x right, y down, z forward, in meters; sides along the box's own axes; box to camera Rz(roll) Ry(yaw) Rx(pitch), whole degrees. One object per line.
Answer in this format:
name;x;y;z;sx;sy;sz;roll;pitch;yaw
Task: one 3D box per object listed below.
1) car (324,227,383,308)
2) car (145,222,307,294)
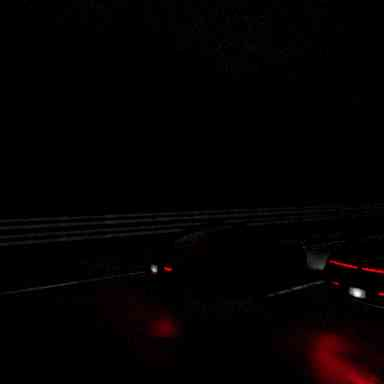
car;4.852;1.508;7.208;4.892;1.490;1.837;0;0;-36
car;1.029;1.521;8.774;4.674;1.442;1.812;0;1;-35
